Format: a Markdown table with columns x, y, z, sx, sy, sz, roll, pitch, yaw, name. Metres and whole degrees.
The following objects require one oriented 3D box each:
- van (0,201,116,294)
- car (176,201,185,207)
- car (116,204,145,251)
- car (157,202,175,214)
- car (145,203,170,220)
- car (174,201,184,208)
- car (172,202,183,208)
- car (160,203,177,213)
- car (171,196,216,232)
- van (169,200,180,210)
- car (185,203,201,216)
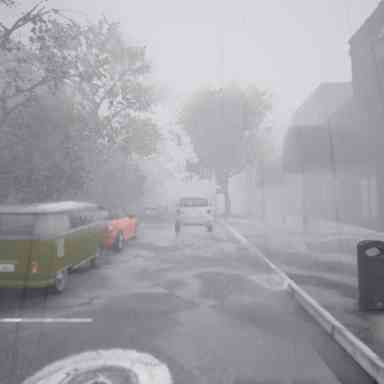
| x | y | z | sx | sy | sz | roll | pitch | yaw | name |
| --- | --- | --- | --- | --- | --- | --- | --- | --- | --- |
| -3.652 | 1.268 | 8.871 | 1.878 | 1.987 | 4.442 | 0 | 0 | 2 | van |
| -3.186 | 3.408 | 92.753 | 2.097 | 1.535 | 5.008 | 0 | -2 | 2 | car |
| -3.659 | 1.376 | 14.293 | 2.185 | 1.767 | 4.553 | 0 | 0 | 2 | car |
| -3.657 | 2.270 | 47.692 | 2.097 | 1.535 | 5.008 | 0 | -1 | 2 | car |
| -3.644 | 1.823 | 31.028 | 2.163 | 1.488 | 4.792 | 1 | -2 | 2 | car |
| -3.426 | 3.154 | 87.055 | 2.185 | 1.767 | 4.553 | -1 | -1 | 2 | car |
| -3.426 | 3.155 | 81.345 | 2.231 | 1.521 | 4.892 | 0 | -1 | 2 | car |
| -3.662 | 2.459 | 53.296 | 2.163 | 1.488 | 4.792 | 0 | -1 | 2 | car |
| 0.095 | 1.274 | 20.631 | 2.150 | 2.045 | 5.566 | 0 | 0 | 0 | car |
| -3.646 | 2.655 | 70.101 | 1.878 | 1.987 | 4.442 | 1 | -1 | 2 | van |
| 0.088 | 2.105 | 41.043 | 1.837 | 1.490 | 4.892 | 0 | -2 | 0 | car |
